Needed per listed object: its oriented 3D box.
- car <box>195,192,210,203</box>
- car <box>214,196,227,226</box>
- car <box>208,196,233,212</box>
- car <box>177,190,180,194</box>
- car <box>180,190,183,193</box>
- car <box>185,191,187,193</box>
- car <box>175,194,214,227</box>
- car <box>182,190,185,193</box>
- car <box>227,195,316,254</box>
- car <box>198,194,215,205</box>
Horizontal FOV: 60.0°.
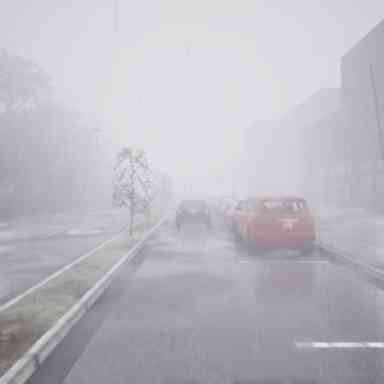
[{"bbox_3d":[1.799,0.919,57.721,2.185,1.767,4.553,0,0,-4],"label":"car"},{"bbox_3d":[3.036,1.311,24.287,2.231,1.521,4.892,0,0,0],"label":"car"},{"bbox_3d":[2.913,1.257,35.435,2.163,1.488,4.792,0,0,-1],"label":"car"},{"bbox_3d":[-2.093,0.709,91.080,1.946,1.575,5.366,0,1,-9],"label":"car"},{"bbox_3d":[-1.242,0.772,85.581,1.946,1.575,5.366,0,1,-8],"label":"car"},{"bbox_3d":[0.196,0.890,74.351,2.097,1.535,5.008,0,1,-6],"label":"car"},{"bbox_3d":[0.085,1.199,21.633,2.097,1.767,4.553,0,0,0],"label":"car"},{"bbox_3d":[-0.464,0.836,79.880,2.097,1.535,5.008,0,1,-7],"label":"car"},{"bbox_3d":[3.042,1.138,13.227,2.435,2.045,5.566,0,0,0],"label":"car"},{"bbox_3d":[2.187,1.122,52.236,2.163,1.488,4.792,0,0,-3],"label":"car"}]
